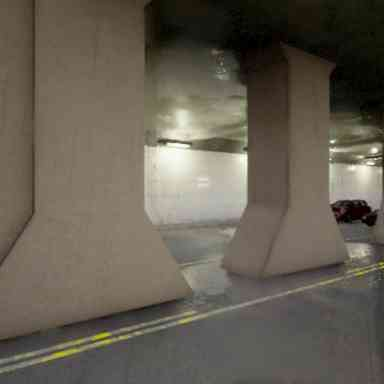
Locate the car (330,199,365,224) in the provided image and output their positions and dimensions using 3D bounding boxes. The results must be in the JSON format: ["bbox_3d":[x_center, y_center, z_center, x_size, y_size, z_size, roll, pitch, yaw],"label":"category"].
[{"bbox_3d":[11.709,1.359,25.246,4.553,1.767,2.097,0,0,-35],"label":"car"}]

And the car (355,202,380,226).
[{"bbox_3d":[13.480,1.554,22.213,5.357,1.411,2.033,0,0,-36],"label":"car"}]
